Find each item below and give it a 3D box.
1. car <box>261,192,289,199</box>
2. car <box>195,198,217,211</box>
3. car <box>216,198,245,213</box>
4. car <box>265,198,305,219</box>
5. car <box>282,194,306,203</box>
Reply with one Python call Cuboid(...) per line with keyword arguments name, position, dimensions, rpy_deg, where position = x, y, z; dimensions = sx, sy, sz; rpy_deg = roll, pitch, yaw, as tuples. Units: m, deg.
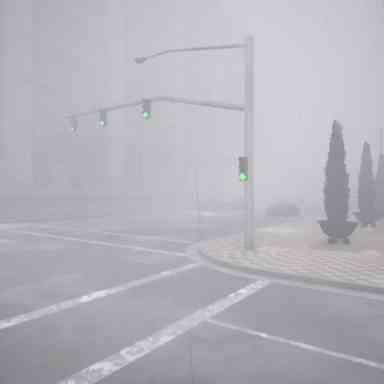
Cuboid(name="car", position=(13.917, 1.352, 55.463), dimensions=(2.097, 1.767, 4.553), rpy_deg=(0, 0, 36))
Cuboid(name="car", position=(2.309, 1.474, 39.570), dimensions=(1.837, 1.490, 4.892), rpy_deg=(0, 0, 36))
Cuboid(name="car", position=(5.237, 1.466, 37.647), dimensions=(2.128, 1.511, 4.902), rpy_deg=(0, 0, 36))
Cuboid(name="car", position=(8.183, 1.552, 29.608), dimensions=(1.994, 1.385, 4.181), rpy_deg=(0, 0, 36))
Cuboid(name="car", position=(16.736, 1.484, 53.388), dimensions=(2.128, 1.511, 4.902), rpy_deg=(0, 0, 36))
